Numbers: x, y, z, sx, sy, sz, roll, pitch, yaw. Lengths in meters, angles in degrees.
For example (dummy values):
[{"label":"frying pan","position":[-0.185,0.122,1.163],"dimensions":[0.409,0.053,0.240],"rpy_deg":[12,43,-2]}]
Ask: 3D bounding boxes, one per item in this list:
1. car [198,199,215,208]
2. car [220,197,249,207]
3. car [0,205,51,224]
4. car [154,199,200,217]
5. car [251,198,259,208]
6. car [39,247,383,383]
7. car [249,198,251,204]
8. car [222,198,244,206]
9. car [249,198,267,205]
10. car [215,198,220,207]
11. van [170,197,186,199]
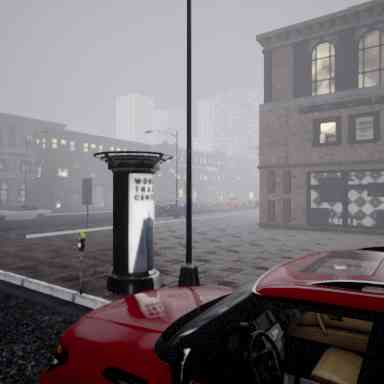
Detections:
[{"label":"car","position":[1.108,1.754,51.192],"dimensions":[2.008,1.369,4.403],"rpy_deg":[0,0,35]},{"label":"car","position":[7.115,1.632,55.053],"dimensions":[2.097,1.767,4.553],"rpy_deg":[0,0,35]},{"label":"car","position":[-13.567,1.666,25.800],"dimensions":[1.895,1.301,4.718],"rpy_deg":[0,0,35]},{"label":"car","position":[-1.524,1.668,32.781],"dimensions":[1.887,1.381,4.507],"rpy_deg":[0,0,35]},{"label":"car","position":[11.142,1.675,50.896],"dimensions":[1.967,1.590,4.097],"rpy_deg":[0,-1,35]},{"label":"car","position":[1.156,1.315,2.050],"dimensions":[5.009,1.841,2.192],"rpy_deg":[0,0,36]},{"label":"car","position":[10.640,1.844,64.755],"dimensions":[2.008,1.369,4.403],"rpy_deg":[0,-1,35]},{"label":"car","position":[7.463,1.813,60.234],"dimensions":[2.008,1.369,4.403],"rpy_deg":[0,-1,35]},{"label":"car","position":[13.817,1.874,69.277],"dimensions":[2.008,1.369,4.403],"rpy_deg":[0,-1,35]},{"label":"car","position":[4.187,1.757,55.574],"dimensions":[1.752,1.417,4.829],"rpy_deg":[0,0,35]},{"label":"van","position":[-2.070,1.516,46.672],"dimensions":[1.690,1.788,3.998],"rpy_deg":[0,0,35]}]
